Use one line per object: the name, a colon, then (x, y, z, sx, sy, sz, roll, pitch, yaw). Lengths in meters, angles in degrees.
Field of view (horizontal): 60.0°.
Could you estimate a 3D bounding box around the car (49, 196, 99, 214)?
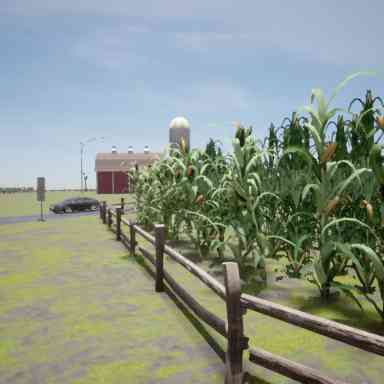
car: (-10.920, 1.174, 30.996, 1.837, 1.490, 4.892, -1, 0, 30)
